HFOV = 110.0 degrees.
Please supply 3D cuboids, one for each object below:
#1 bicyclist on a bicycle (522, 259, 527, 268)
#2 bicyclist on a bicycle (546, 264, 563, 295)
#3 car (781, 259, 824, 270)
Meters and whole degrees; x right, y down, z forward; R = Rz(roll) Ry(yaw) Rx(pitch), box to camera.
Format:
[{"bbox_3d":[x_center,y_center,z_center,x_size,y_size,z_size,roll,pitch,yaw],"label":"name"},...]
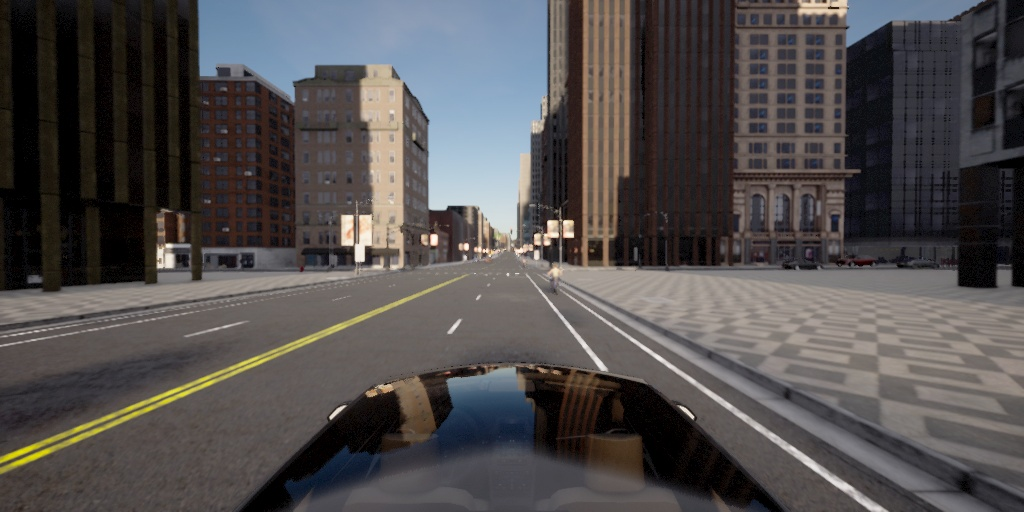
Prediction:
[{"bbox_3d":[2.262,1.289,64.853,0.866,1.612,1.509,0,0,0],"label":"bicyclist on a bicycle"},{"bbox_3d":[2.254,1.198,18.818,0.866,1.612,1.509,0,0,0],"label":"bicyclist on a bicycle"},{"bbox_3d":[38.615,1.186,47.712,4.892,1.490,1.837,0,1,0],"label":"car"}]
